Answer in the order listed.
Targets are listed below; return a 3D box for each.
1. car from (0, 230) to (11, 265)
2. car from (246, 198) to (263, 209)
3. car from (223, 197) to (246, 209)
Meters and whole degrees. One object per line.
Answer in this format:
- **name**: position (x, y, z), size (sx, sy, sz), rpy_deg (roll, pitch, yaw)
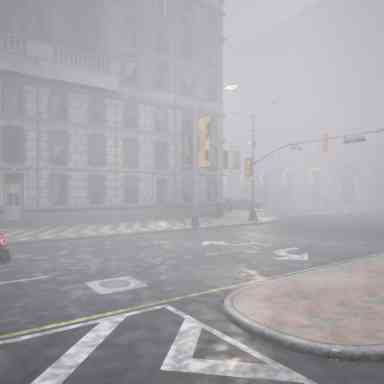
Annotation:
- **car**: position (-7.329, 1.352, 8.599), size (4.553, 1.767, 2.097), rpy_deg (0, 0, -35)
- **car**: position (7.371, 1.547, 46.347), size (2.033, 1.411, 5.357), rpy_deg (0, 0, -36)
- **car**: position (4.497, 1.505, 44.358), size (1.837, 1.490, 4.892), rpy_deg (0, 0, -36)
